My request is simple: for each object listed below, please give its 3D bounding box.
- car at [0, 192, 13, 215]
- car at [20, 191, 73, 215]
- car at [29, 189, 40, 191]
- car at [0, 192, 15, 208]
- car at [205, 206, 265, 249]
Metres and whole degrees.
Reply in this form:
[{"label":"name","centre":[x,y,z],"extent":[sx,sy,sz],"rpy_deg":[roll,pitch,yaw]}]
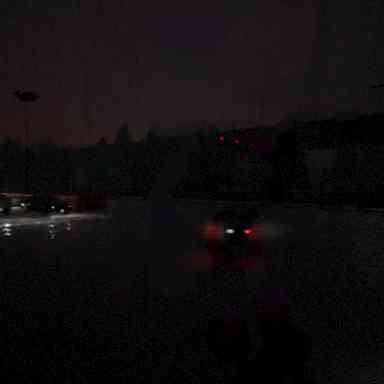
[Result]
[{"label":"car","centre":[-14.693,0.867,23.872],"extent":[4.902,1.511,2.128],"rpy_deg":[2,2,40]},{"label":"car","centre":[-11.351,0.911,25.641],"extent":[5.357,1.411,2.033],"rpy_deg":[1,2,40]},{"label":"car","centre":[-27.609,0.125,57.670],"extent":[4.181,1.385,1.994],"rpy_deg":[1,2,40]},{"label":"car","centre":[-19.006,0.733,32.060],"extent":[4.181,1.385,1.994],"rpy_deg":[1,2,40]},{"label":"car","centre":[1.821,1.275,13.198],"extent":[2.033,1.411,5.357],"rpy_deg":[1,1,13]}]
